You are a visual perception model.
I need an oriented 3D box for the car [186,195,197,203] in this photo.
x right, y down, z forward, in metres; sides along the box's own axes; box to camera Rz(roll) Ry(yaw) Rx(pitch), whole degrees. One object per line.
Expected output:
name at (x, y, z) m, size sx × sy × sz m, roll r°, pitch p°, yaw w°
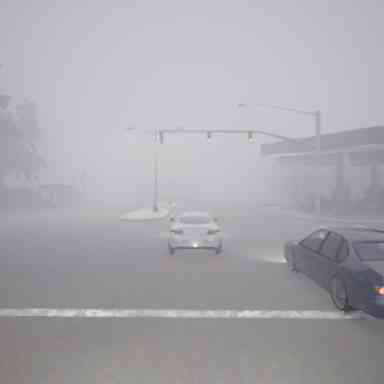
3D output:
car at (0.007, 1.260, 60.768) m, size 1.812 × 1.442 × 4.674 m, roll 0°, pitch 0°, yaw 0°

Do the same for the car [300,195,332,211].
car at (13.213, 1.139, 35.689) m, size 2.242 × 1.667 × 4.611 m, roll 0°, pitch 0°, yaw 0°

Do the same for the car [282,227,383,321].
car at (3.607, 1.515, 7.508) m, size 2.033 × 1.411 × 5.357 m, roll 0°, pitch 0°, yaw 0°

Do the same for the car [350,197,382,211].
car at (18.958, 1.297, 36.452) m, size 1.970 × 1.475 × 3.806 m, roll 0°, pitch 0°, yaw 0°

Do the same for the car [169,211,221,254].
car at (0.093, 1.468, 13.118) m, size 1.812 × 1.442 × 4.674 m, roll 0°, pitch 0°, yaw 0°
